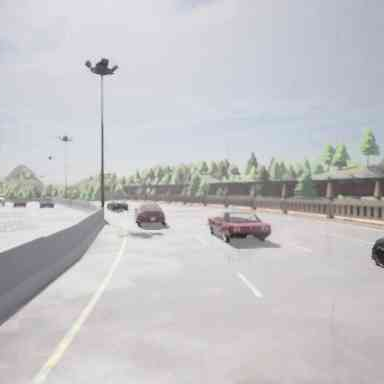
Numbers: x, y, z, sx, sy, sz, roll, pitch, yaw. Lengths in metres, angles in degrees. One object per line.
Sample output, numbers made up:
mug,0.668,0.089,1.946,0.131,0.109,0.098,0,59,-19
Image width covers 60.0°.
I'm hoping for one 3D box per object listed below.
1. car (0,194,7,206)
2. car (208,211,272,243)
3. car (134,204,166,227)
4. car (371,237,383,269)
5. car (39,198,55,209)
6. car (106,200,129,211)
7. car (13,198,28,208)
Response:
car,-35.614,1.452,61.422,2.150,2.045,5.566,-1,0,-28
car,2.069,1.576,16.046,1.895,1.301,4.718,0,0,-9
car,-2.959,1.525,23.004,1.812,1.442,4.674,0,0,-13
car,6.524,1.524,8.401,1.994,1.385,4.181,0,0,-4
car,-21.583,1.629,49.514,1.837,1.490,4.892,-1,0,-27
car,-9.212,1.626,40.780,1.895,1.301,4.718,-1,0,-25
car,-27.296,1.674,52.953,1.837,1.490,4.892,-1,0,-27
